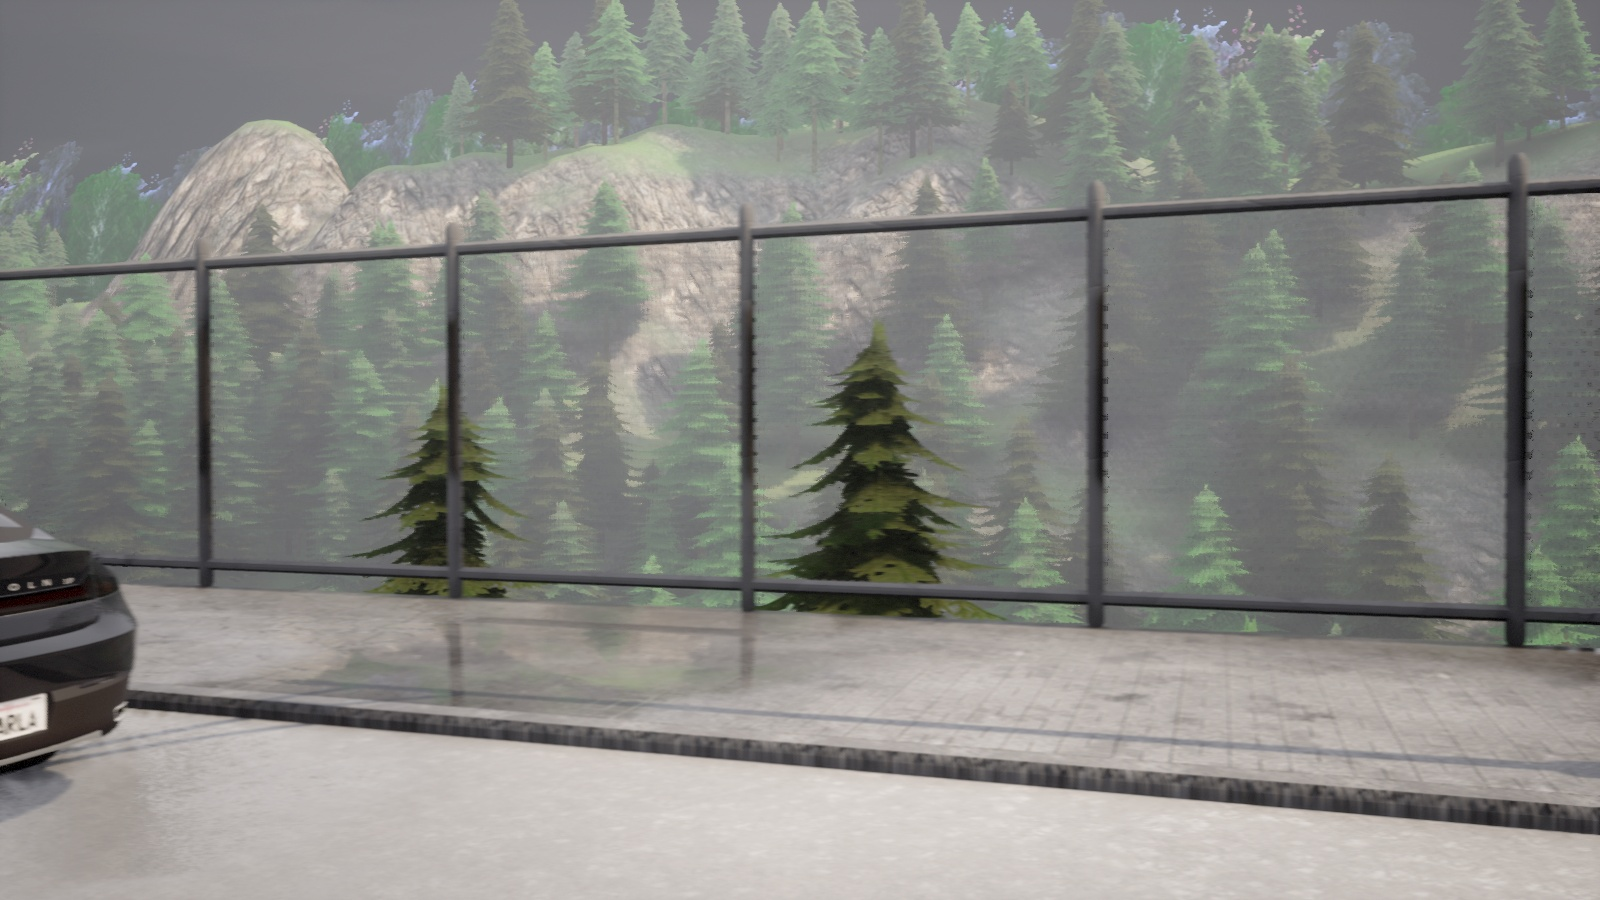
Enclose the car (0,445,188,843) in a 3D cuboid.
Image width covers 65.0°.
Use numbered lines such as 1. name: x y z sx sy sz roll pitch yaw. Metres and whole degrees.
1. car: -5.346 0.723 5.517 4.892 1.490 1.837 1 1 19
